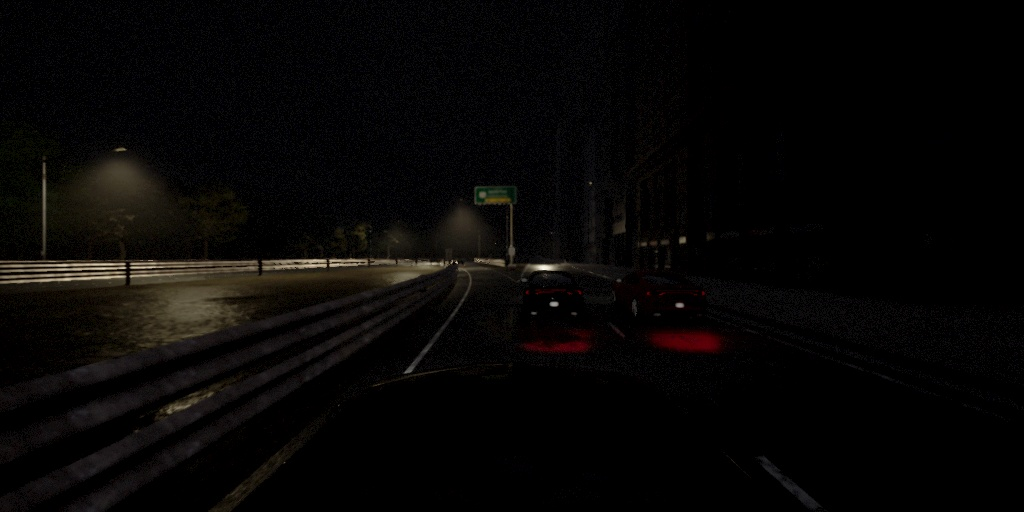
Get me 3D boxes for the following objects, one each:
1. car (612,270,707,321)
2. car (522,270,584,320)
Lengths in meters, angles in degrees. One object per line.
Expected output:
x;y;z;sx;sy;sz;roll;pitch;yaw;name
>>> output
4.849;1.227;12.504;1.882;1.535;5.008;0;0;4;car
1.361;1.234;12.743;1.882;1.535;5.008;0;0;4;car
